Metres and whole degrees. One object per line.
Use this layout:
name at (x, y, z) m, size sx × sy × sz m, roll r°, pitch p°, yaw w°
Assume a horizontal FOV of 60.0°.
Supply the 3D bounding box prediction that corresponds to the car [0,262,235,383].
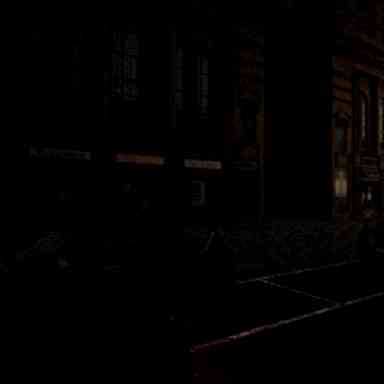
car at (-2.035, 1.538, 1.862) m, size 4.674 × 1.442 × 1.812 m, roll 1°, pitch -1°, yaw -33°

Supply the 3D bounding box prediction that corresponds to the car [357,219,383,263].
car at (7.858, 1.493, 11.502) m, size 5.009 × 1.841 × 2.192 m, roll 1°, pitch -1°, yaw -33°

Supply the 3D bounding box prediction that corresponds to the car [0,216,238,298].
car at (-1.527, 1.372, 5.385) m, size 5.009 × 1.841 × 2.192 m, roll 1°, pitch -1°, yaw -33°
